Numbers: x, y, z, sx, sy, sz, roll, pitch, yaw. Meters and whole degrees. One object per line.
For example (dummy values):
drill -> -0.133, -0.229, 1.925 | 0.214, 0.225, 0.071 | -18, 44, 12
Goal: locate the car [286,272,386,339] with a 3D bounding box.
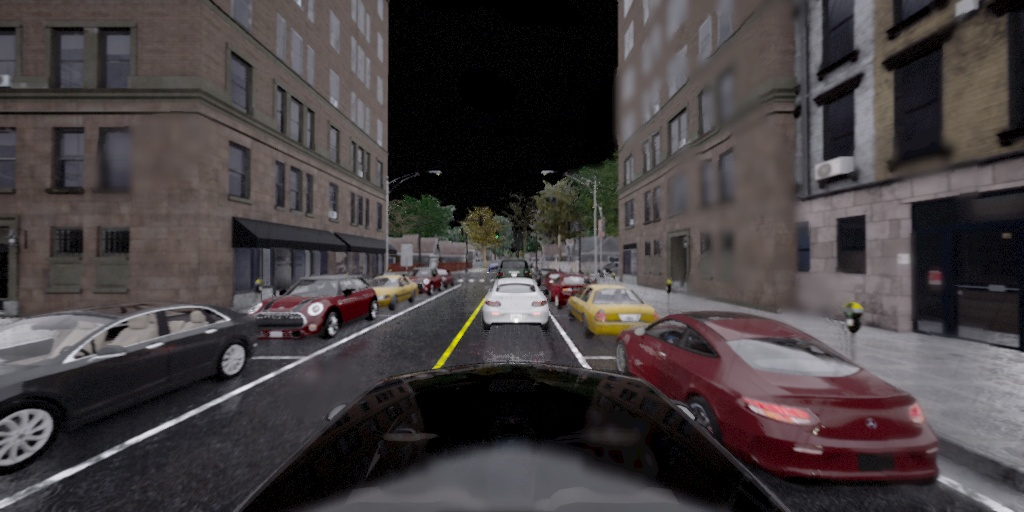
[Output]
car -> -5.381, 1.286, 10.181 | 1.967, 1.591, 4.097 | 0, 0, 0

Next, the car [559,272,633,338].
car -> 2.644, 1.372, 10.348 | 1.751, 1.417, 4.829 | 0, 0, 0

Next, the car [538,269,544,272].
car -> 2.653, 1.557, 21.213 | 1.802, 1.307, 4.207 | 0, 0, 0

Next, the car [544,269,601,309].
car -> 2.649, 1.456, 15.696 | 1.888, 1.381, 4.507 | 0, 0, 0

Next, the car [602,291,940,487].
car -> 2.639, 1.365, 4.660 | 1.802, 1.307, 4.207 | 0, 0, 0

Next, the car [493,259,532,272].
car -> 0.121, 1.220, 23.226 | 2.150, 2.045, 5.566 | 0, -1, 0

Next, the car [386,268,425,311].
car -> -5.377, 1.436, 15.530 | 1.751, 1.417, 4.829 | 0, 0, 0

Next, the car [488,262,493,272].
car -> -3.028, 1.958, 62.535 | 1.882, 1.535, 5.008 | 0, -1, 0

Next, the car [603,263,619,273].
car -> 14.518, 1.741, 46.449 | 4.181, 1.385, 1.994 | 0, -1, 0

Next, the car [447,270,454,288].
car -> -5.367, 1.622, 26.737 | 1.802, 1.307, 4.207 | 0, 0, 0

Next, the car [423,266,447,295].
car -> -5.372, 1.415, 21.218 | 1.967, 1.591, 4.097 | 0, 0, 0

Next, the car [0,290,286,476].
car -> -5.386, 1.333, 4.663 | 2.007, 1.370, 4.403 | 0, 0, 0

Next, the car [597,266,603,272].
car -> 14.017, 1.722, 49.691 | 4.892, 1.490, 1.837 | 0, -1, 1

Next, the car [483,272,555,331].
car -> 0.107, 1.385, 11.277 | 1.812, 1.442, 4.674 | 0, -1, 0
